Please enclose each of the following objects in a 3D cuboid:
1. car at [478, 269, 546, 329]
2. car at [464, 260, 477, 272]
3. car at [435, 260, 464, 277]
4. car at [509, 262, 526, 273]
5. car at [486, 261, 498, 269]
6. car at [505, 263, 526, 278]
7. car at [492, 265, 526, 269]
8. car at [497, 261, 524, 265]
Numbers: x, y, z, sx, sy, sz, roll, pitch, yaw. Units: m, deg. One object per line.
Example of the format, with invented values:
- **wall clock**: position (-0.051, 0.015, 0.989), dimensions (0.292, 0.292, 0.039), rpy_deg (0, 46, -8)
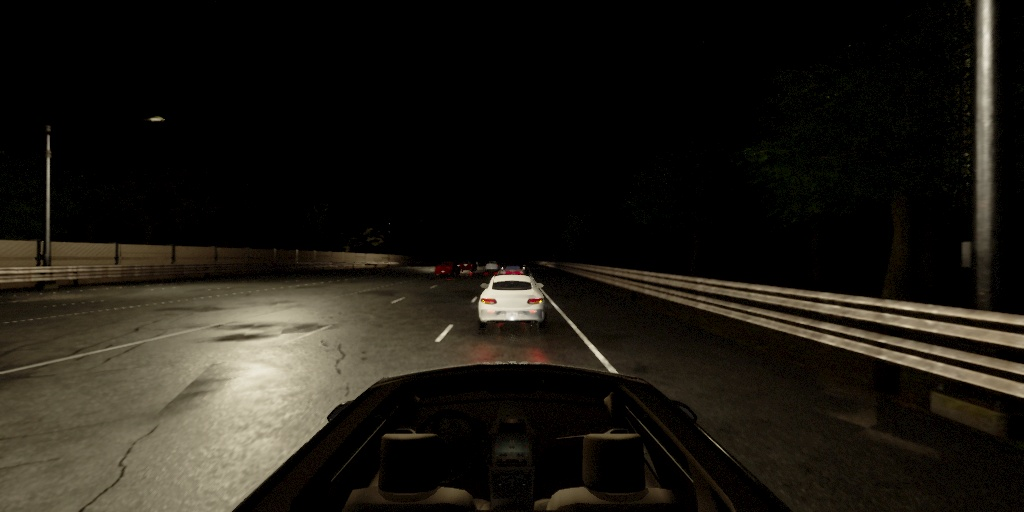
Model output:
- **car**: position (-0.001, 1.285, 11.098), dimensions (1.812, 1.442, 4.674), rpy_deg (0, 0, 0)
- **car**: position (-6.110, 1.325, 50.122), dimensions (2.097, 1.767, 4.553), rpy_deg (0, -1, 2)
- **car**: position (-6.566, 1.354, 37.066), dimensions (1.882, 1.535, 5.008), rpy_deg (0, 0, 2)
- **car**: position (0.805, 1.470, 47.850), dimensions (2.033, 1.411, 5.357), rpy_deg (0, -1, 2)
- **car**: position (-2.596, 1.490, 50.339), dimensions (1.812, 1.442, 4.674), rpy_deg (0, -1, 3)
- **car**: position (0.402, 1.391, 36.069), dimensions (1.994, 1.385, 4.181), rpy_deg (0, 0, 1)
- **car**: position (0.008, 1.378, 20.148), dimensions (1.895, 1.301, 4.718), rpy_deg (0, 0, 0)
- **car**: position (0.104, 1.359, 28.233), dimensions (1.994, 1.385, 4.181), rpy_deg (0, 0, 1)
